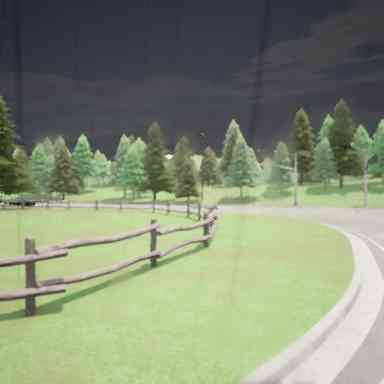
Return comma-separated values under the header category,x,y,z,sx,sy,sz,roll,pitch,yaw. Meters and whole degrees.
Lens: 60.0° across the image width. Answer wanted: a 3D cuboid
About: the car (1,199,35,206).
category,x,y,z,sx,sy,sz,roll,pitch,yaw
car,-27.271,1.727,52.439,4.718,1.301,1.895,0,0,22
